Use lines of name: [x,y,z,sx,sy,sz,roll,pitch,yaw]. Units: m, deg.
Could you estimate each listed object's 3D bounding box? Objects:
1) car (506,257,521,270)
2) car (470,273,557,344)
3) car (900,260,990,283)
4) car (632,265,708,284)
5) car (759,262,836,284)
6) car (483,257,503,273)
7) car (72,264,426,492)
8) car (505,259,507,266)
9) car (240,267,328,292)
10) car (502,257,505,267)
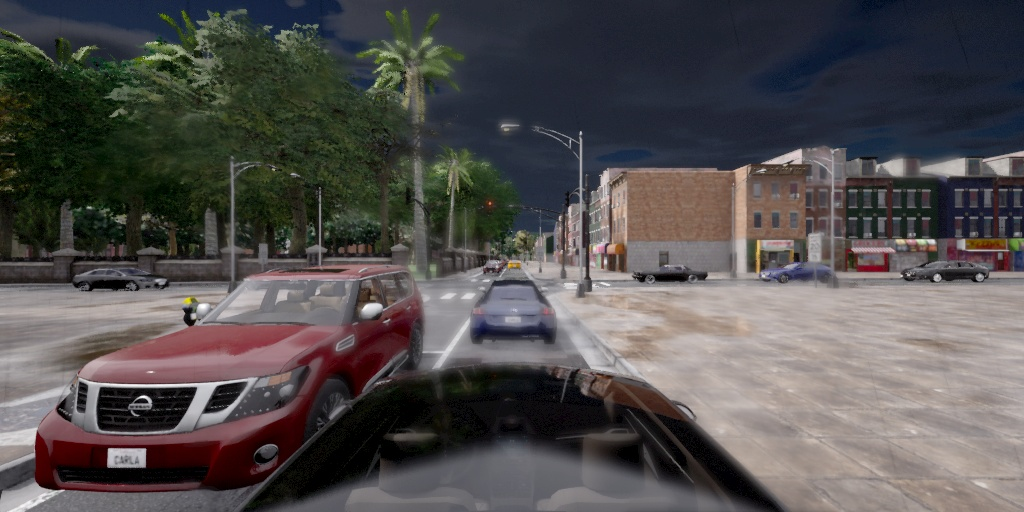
car: [0.426,1.369,58.010,1.882,1.535,5.008,0,0,0]
car: [0.042,1.316,9.585,1.994,1.385,4.181,0,0,0]
car: [30.271,1.072,25.167,4.892,1.490,1.837,0,0,0]
car: [10.982,1.279,25.271,4.718,1.301,1.895,0,0,1]
car: [20.030,1.145,25.218,4.674,1.442,1.812,0,0,0]
car: [-2.399,1.268,43.115,1.967,1.591,4.097,0,0,0]
car: [-2.622,1.065,4.970,2.192,1.841,5.009,0,0,0]
car: [-2.299,1.484,60.180,1.802,1.307,4.207,0,0,0]
car: [-14.143,1.456,22.427,4.181,1.385,1.994,-1,0,0]
car: [-2.365,1.290,48.803,1.967,1.591,4.097,0,0,0]
